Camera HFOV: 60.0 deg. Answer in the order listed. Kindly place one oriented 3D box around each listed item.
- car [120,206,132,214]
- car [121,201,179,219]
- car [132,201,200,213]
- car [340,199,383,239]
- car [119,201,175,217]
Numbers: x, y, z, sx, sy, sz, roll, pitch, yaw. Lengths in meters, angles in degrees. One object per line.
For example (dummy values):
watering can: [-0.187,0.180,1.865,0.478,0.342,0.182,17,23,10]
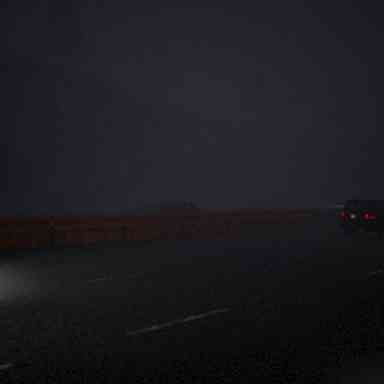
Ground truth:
car: [-3.456,1.691,26.858,4.181,1.385,1.994,1,0,-32]
car: [-3.840,1.624,30.756,5.008,1.535,1.882,1,0,-31]
car: [-1.604,1.477,23.901,4.553,1.767,2.097,1,0,-32]
car: [10.867,1.421,18.922,5.566,2.045,2.150,1,0,-29]
car: [-4.593,1.709,34.440,5.357,1.411,2.033,1,0,-31]
